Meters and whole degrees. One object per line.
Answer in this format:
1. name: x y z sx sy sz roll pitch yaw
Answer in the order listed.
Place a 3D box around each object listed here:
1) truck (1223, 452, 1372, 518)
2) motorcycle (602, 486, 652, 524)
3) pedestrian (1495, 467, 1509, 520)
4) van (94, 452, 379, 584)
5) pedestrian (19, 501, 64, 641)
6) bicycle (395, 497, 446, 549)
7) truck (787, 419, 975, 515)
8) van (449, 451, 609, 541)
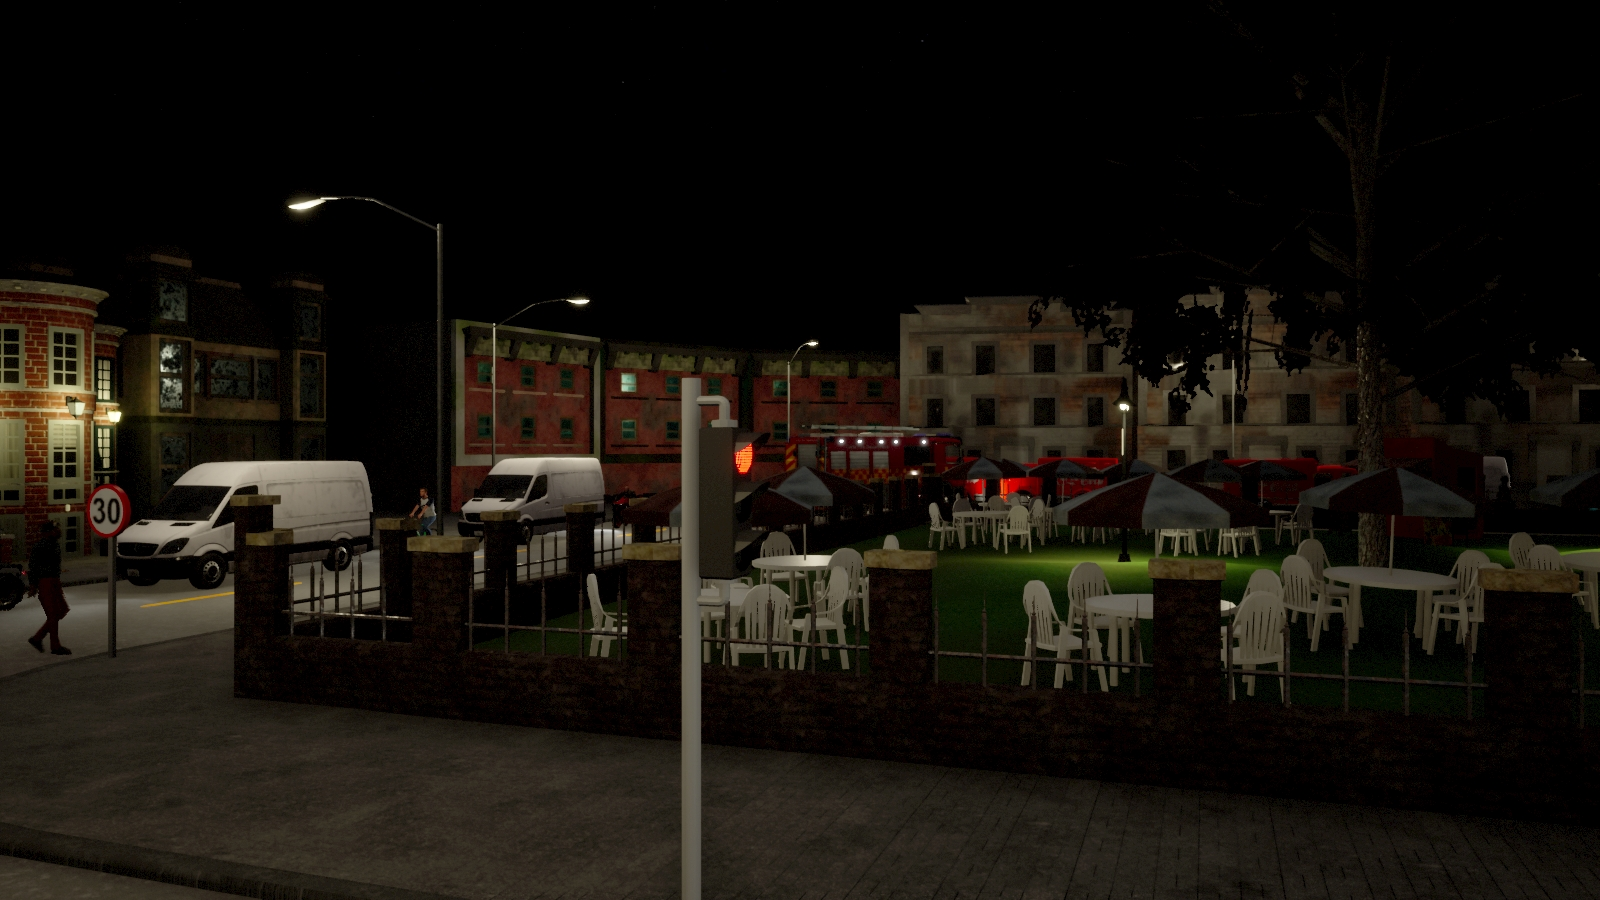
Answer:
1. truck: 19.425 1.357 44.944 5.204 2.467 2.627 -1 0 20
2. motorcycle: -6.279 1.985 41.598 0.867 1.251 2.209 0 0 20
3. pedestrian: 24.718 1.525 40.231 0.375 1.860 0.375 0 0 37
4. van: -12.115 1.315 25.192 1.988 2.561 5.915 0 0 20
5. pedestrian: -10.314 1.629 15.541 0.375 1.860 0.375 0 0 -7
6. bicycle: -10.162 1.936 30.641 0.373 1.296 1.643 0 0 20
7. truck: 3.640 0.672 49.312 8.468 3.827 2.891 0 0 -40
8. van: -8.336 1.314 35.864 1.988 2.561 5.915 0 0 20
